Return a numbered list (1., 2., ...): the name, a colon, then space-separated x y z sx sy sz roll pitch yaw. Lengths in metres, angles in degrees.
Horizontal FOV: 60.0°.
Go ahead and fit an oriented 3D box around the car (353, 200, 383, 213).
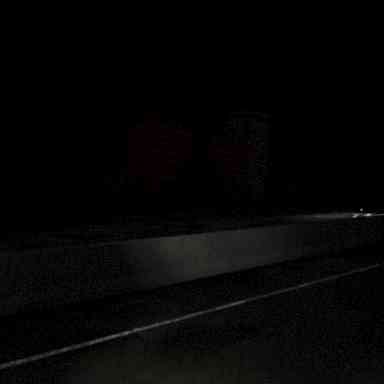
1. car: 18.769 1.463 34.567 4.718 1.301 1.895 0 0 -35
